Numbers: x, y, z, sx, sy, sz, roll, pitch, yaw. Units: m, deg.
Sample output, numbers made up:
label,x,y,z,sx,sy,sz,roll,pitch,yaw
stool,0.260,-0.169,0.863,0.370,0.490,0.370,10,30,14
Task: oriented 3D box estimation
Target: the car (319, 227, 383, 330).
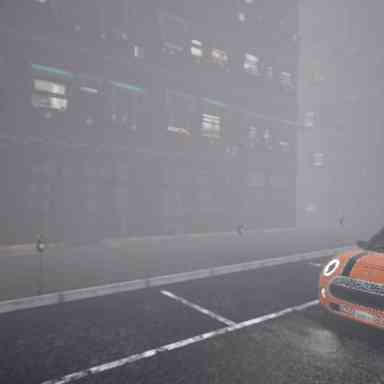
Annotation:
label,x,y,z,sx,sy,sz,roll,pitch,yaw
car,4.586,1.423,6.649,4.553,1.767,2.097,1,0,-35
